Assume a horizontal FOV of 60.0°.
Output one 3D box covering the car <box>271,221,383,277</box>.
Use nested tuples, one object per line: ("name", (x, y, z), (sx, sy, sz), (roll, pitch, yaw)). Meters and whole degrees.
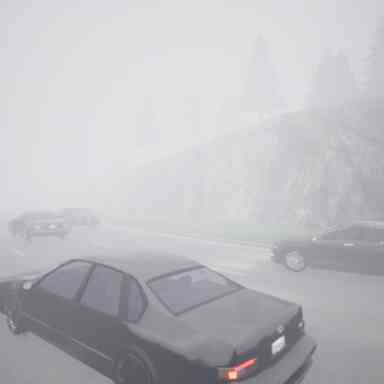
("car", (4.676, 1.592, 9.412), (4.892, 1.490, 1.837), (-1, 0, 37))

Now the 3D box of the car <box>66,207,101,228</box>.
("car", (-8.160, 1.738, 22.934), (2.033, 1.411, 5.357), (0, -1, -40))

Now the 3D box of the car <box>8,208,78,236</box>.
("car", (-8.185, 1.692, 17.541), (2.033, 1.411, 5.357), (0, -1, -40))

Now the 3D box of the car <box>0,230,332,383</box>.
("car", (-1.047, 1.592, 4.958), (5.357, 1.411, 2.033), (0, -1, 40))
